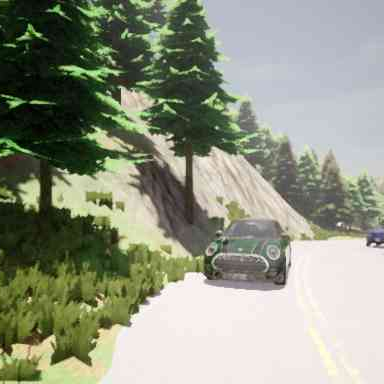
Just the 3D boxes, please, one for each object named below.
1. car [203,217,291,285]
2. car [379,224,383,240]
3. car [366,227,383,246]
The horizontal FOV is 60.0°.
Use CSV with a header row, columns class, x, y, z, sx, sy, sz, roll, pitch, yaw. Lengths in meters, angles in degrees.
class,x,y,z,sx,sy,sz,roll,pitch,yaw
car,1.876,1.589,10.251,2.097,1.767,4.553,0,-3,19
car,27.424,5.571,45.690,2.150,2.045,5.566,-1,-6,39
car,14.624,3.438,25.238,1.812,1.442,4.674,-1,-6,41
